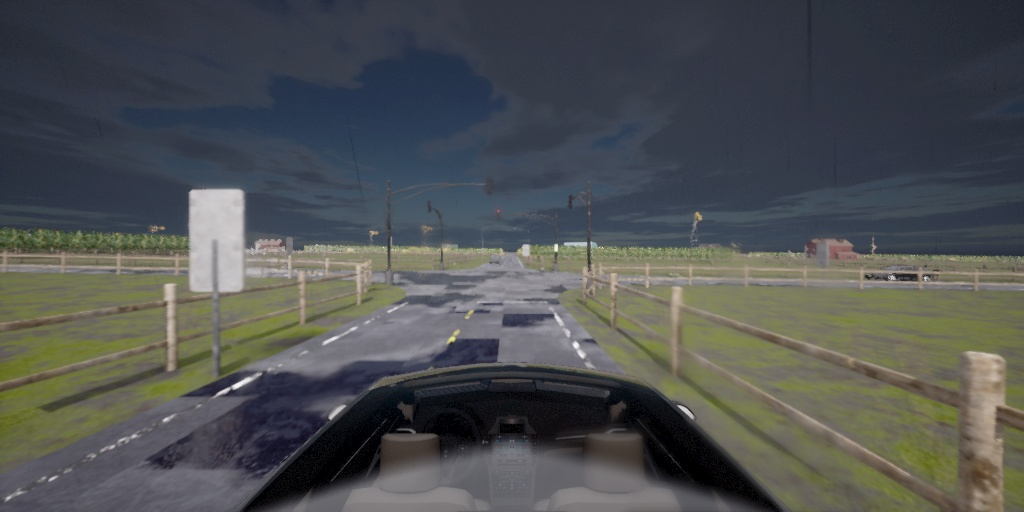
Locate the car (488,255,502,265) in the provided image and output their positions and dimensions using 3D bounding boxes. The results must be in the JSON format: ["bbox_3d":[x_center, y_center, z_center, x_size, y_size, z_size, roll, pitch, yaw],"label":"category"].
[{"bbox_3d":[-2.687,0.594,56.521,1.837,1.490,4.892,0,3,0],"label":"car"}]

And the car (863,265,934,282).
[{"bbox_3d":[33.461,1.545,31.106,4.892,1.490,1.837,1,1,0],"label":"car"}]
